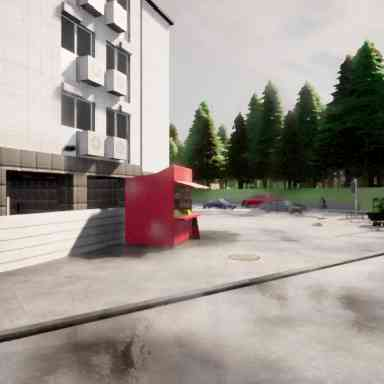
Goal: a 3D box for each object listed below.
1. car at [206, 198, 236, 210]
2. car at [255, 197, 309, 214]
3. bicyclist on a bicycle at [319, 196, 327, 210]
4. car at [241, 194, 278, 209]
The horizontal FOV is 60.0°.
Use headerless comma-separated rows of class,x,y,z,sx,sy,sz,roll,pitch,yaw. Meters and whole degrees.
car,3.725,1.526,43.362,1.812,1.442,4.674,0,0,-35
car,9.564,1.547,35.122,2.033,1.411,5.357,0,0,-35
bicyclist on a bicycle,15.990,1.349,40.578,1.656,1.620,0.582,0,0,-35
car,8.874,1.221,43.341,2.150,2.045,5.566,0,0,-35
